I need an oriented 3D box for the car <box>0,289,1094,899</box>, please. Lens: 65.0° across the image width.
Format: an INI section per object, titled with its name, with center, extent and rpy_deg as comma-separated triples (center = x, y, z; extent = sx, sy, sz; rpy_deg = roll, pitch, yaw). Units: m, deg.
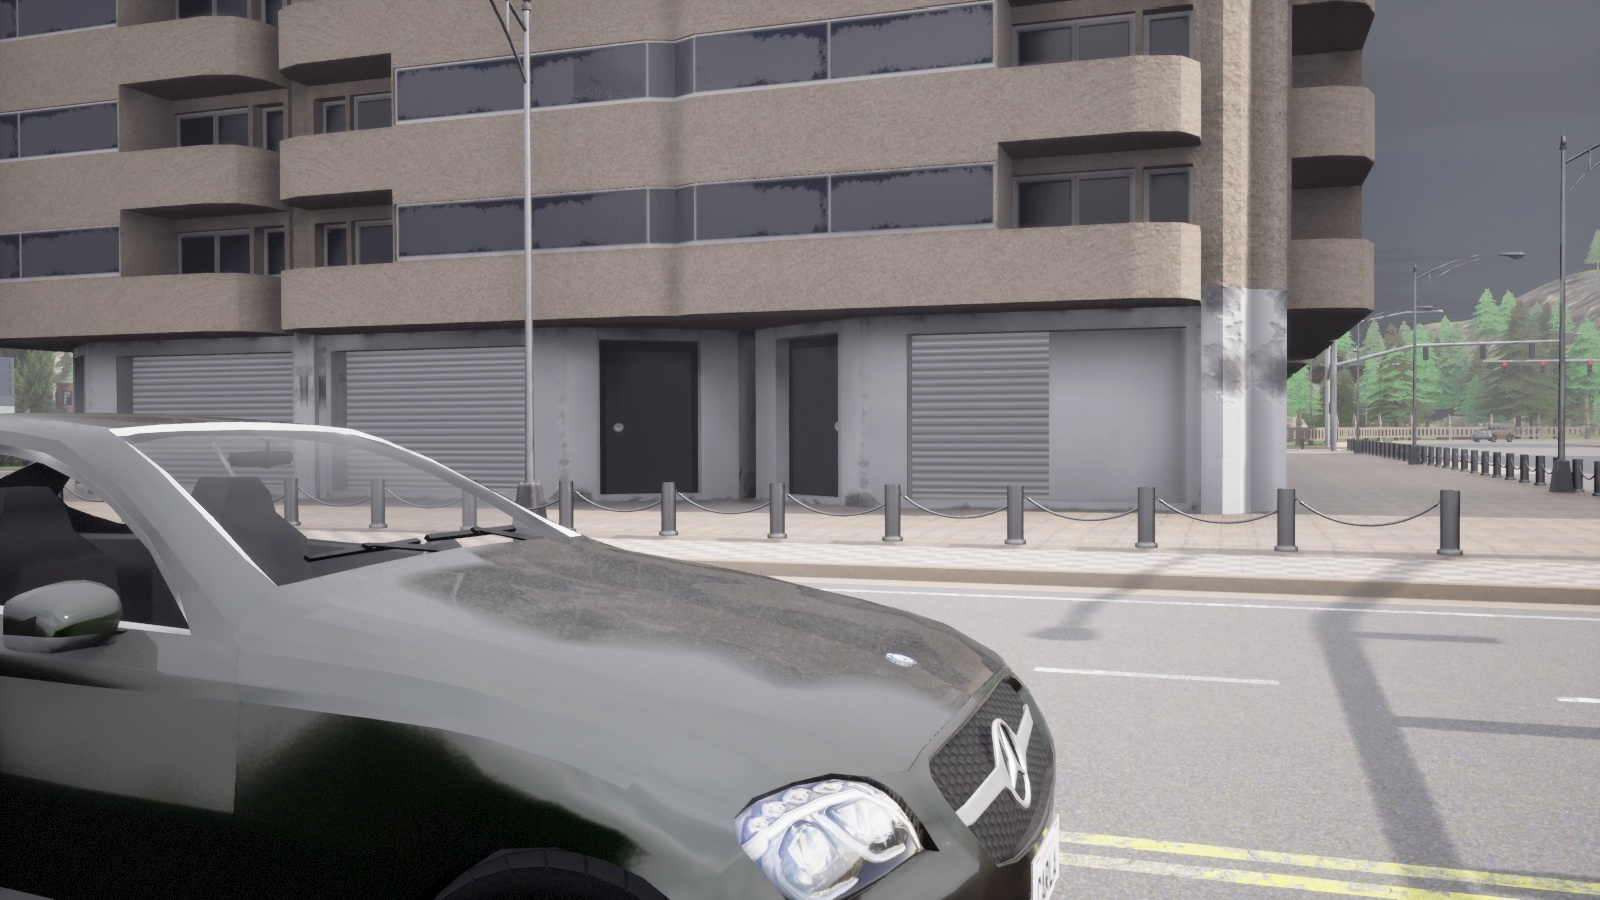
[car]
center = -1.794, 0.538, 3.794
extent = 5.027, 1.651, 2.152
rpy_deg = 1, 1, 19
